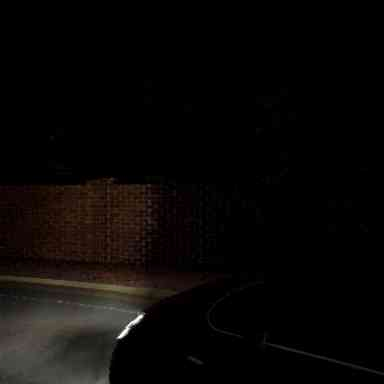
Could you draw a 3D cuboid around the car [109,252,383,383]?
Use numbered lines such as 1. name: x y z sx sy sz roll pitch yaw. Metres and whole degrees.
1. car: 1.374 1.352 2.884 4.553 1.767 2.097 0 0 36
